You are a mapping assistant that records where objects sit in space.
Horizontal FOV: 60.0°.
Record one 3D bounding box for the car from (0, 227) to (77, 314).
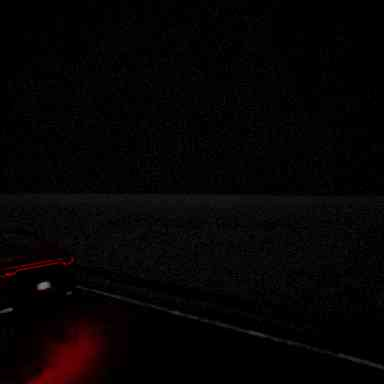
[{"bbox_3d":[-4.624,1.505,7.295,5.008,1.535,1.882,0,0,36],"label":"car"}]
